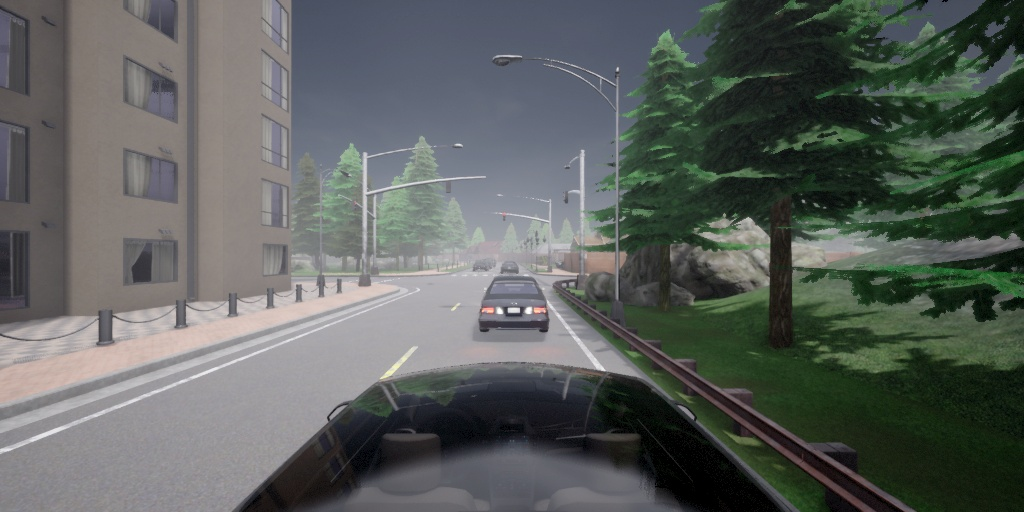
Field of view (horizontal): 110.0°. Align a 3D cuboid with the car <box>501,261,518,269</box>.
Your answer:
[{"bbox_3d":[-0.294,1.284,42.063,1.994,1.385,4.181,0,0,0],"label":"car"}]

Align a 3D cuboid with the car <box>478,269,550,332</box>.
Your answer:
[{"bbox_3d":[0.066,1.297,10.778,2.033,1.411,5.357,0,0,1],"label":"car"}]

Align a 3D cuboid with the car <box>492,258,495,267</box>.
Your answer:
[{"bbox_3d":[-4.068,1.225,55.802,1.837,1.490,4.892,0,0,0],"label":"car"}]

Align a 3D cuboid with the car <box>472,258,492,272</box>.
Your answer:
[{"bbox_3d":[-4.012,1.225,46.336,1.837,1.490,4.892,0,0,0],"label":"car"}]
